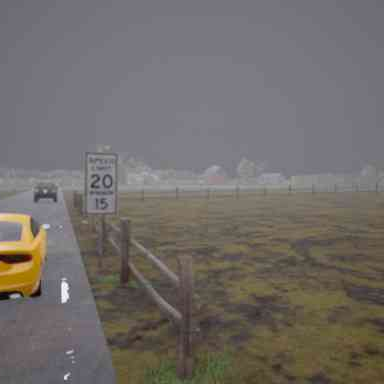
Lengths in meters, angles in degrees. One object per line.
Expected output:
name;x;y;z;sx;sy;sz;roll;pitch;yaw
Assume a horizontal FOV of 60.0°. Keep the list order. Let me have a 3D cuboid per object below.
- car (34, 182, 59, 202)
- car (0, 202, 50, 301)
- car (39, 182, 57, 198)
car;-15.422;-0.005;35.219;2.150;2.045;5.566;0;2;-21
car;-4.363;1.217;7.526;1.882;1.535;5.008;0;2;-22
car;-19.334;-0.331;44.859;2.150;2.045;5.566;0;2;-22
